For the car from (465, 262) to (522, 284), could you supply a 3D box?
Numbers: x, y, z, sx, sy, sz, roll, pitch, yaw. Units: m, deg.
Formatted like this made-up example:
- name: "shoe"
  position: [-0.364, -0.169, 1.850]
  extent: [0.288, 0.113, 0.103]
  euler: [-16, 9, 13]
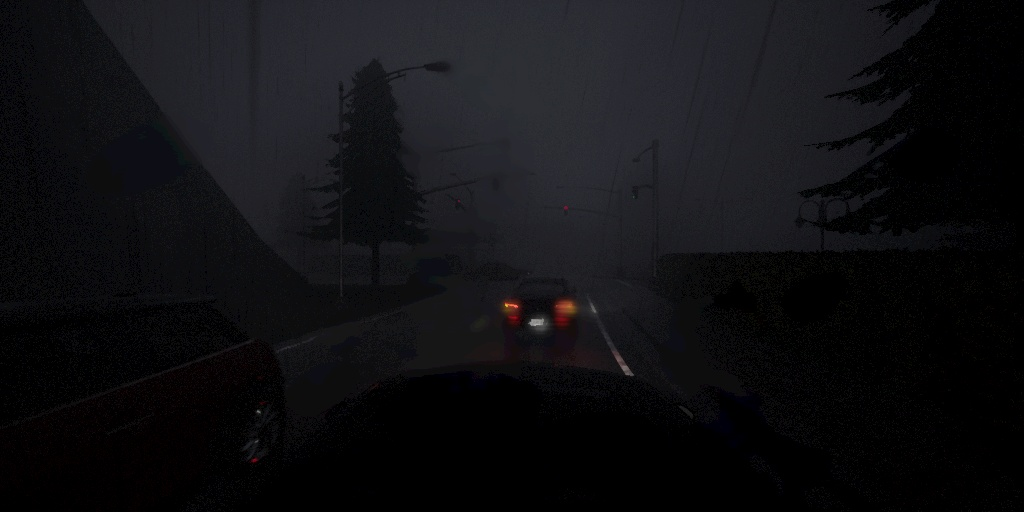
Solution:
- name: "car"
  position: [-0.968, 1.227, 26.949]
  extent: [5.008, 1.535, 1.882]
  euler: [0, 1, -12]

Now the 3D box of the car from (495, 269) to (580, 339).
- name: "car"
  position: [0.916, 1.276, 10.034]
  extent: [1.812, 1.442, 4.674]
  euler: [0, 0, 9]

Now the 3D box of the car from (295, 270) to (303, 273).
- name: "car"
  position: [-19.114, 1.351, 28.427]
  extent: [4.718, 1.301, 1.895]
  euler: [0, 0, 9]

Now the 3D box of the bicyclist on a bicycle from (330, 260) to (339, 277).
- name: "bicyclist on a bicycle"
  position: [-17.376, 1.203, 35.307]
  extent: [0.582, 1.620, 1.656]
  euler: [0, 0, 8]

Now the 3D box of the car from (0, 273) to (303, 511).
- name: "car"
  position: [-3.377, 1.102, 1.719]
  extent: [2.097, 1.767, 4.553]
  euler: [0, 0, 2]
